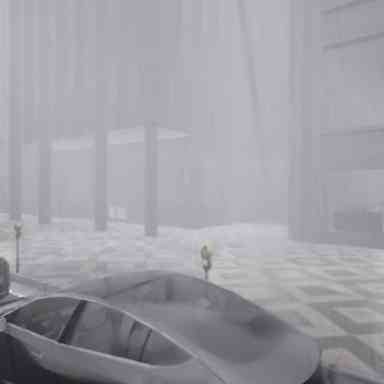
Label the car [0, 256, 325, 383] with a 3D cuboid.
[{"bbox_3d":[-0.843,1.547,3.566,4.313,1.339,1.947,1,0,35],"label":"car"}]
